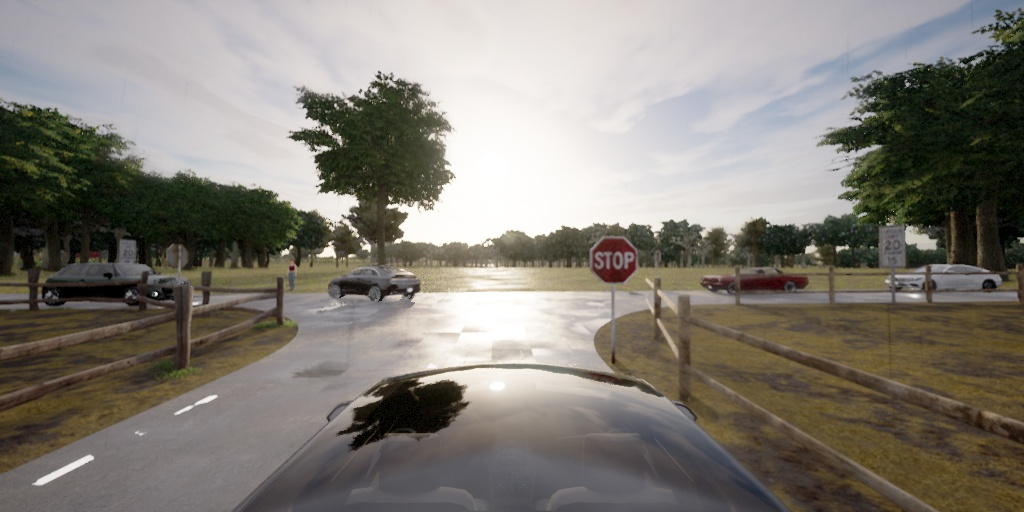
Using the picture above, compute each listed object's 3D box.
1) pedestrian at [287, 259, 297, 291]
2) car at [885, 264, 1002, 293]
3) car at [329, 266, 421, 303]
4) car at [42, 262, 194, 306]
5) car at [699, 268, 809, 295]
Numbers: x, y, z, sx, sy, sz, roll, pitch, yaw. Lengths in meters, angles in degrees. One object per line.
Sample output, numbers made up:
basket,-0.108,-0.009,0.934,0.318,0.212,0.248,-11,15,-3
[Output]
pedestrian,-12.788,1.095,20.828,0.375,1.860,0.375,0,-1,-2
car,22.583,1.162,18.844,4.674,1.442,1.812,0,-1,2
car,-6.269,1.209,16.150,4.902,1.511,2.128,-1,-2,33
car,-15.914,1.052,14.693,4.553,1.767,2.097,0,-1,-1
car,12.428,1.286,18.631,4.718,1.301,1.895,0,-1,-3
